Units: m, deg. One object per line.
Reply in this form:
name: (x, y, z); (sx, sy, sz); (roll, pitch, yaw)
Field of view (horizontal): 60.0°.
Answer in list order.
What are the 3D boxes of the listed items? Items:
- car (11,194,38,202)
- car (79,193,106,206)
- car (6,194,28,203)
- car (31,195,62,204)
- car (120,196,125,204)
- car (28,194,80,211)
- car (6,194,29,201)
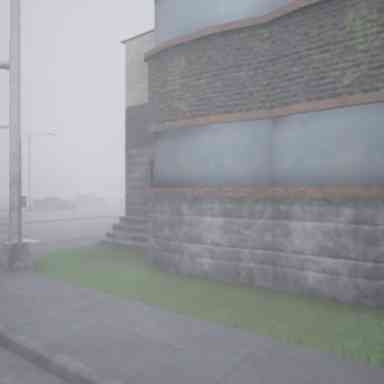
car: (-38.096, 1.296, 75.840); (2.152, 1.636, 5.027); (0, 0, 35)
car: (-15.065, 1.085, 49.066); (1.932, 1.855, 4.605); (0, 0, 35)
car: (-32.906, 1.293, 62.714); (1.845, 1.501, 3.633); (0, 0, 35)
car: (-24.794, 1.277, 56.878); (2.007, 1.523, 4.514); (0, 0, 35)
car: (-10.173, 1.348, 55.992); (1.970, 1.475, 3.806); (0, 0, 35)
car: (-15.226, 1.291, 36.886); (2.007, 1.523, 4.514); (0, 0, 35)
car: (-40.680, 1.303, 77.618); (2.007, 1.523, 4.514); (0, 0, 35)
